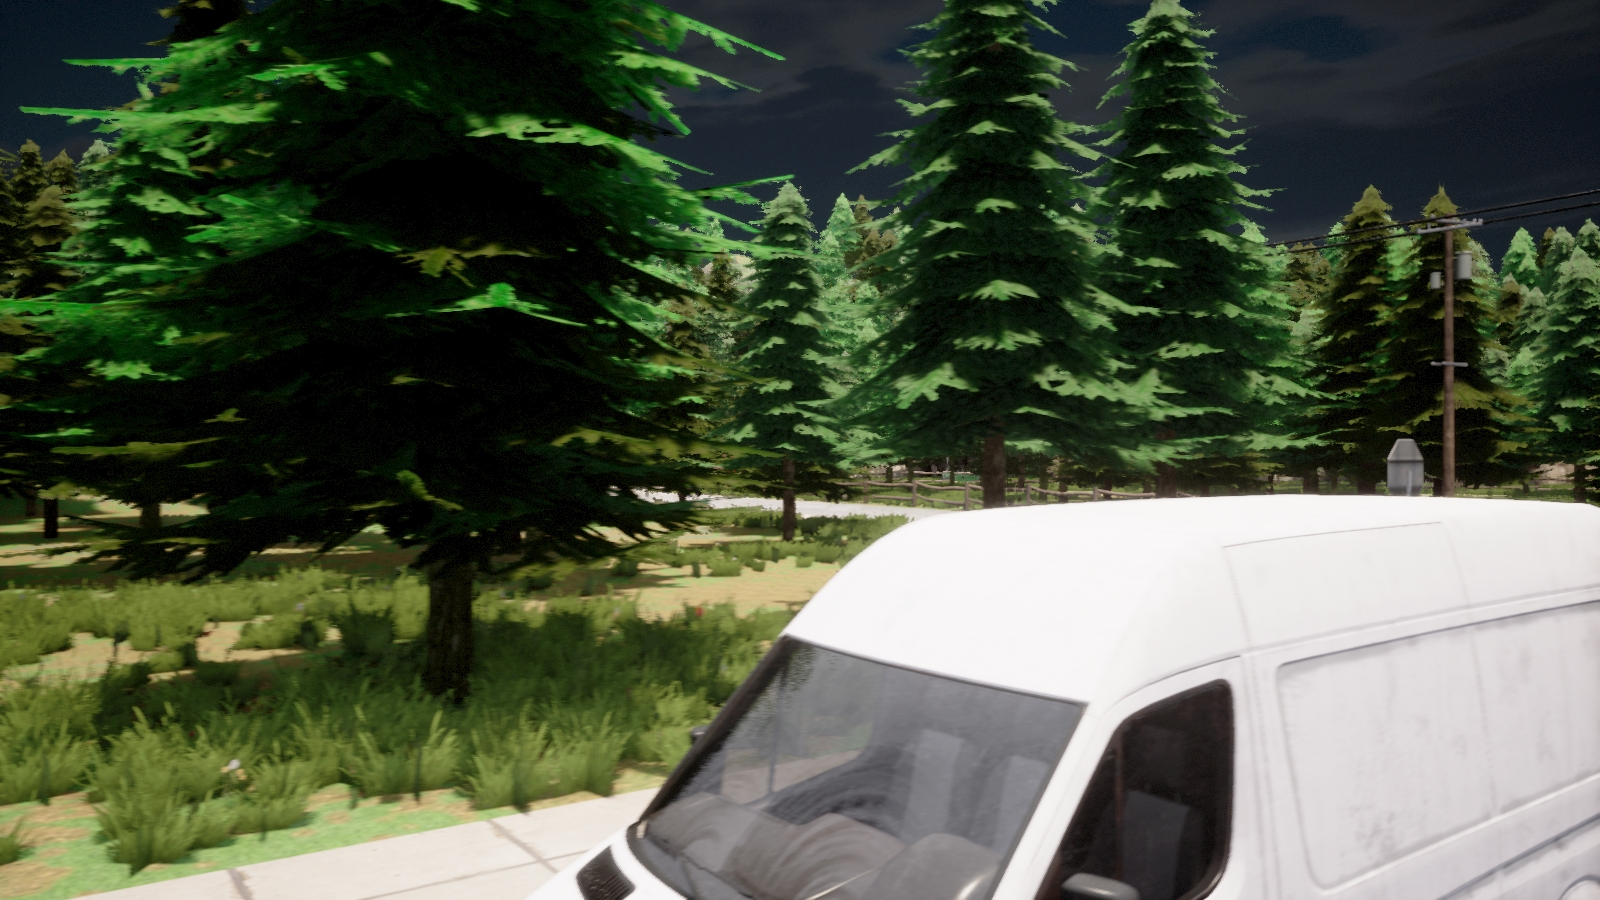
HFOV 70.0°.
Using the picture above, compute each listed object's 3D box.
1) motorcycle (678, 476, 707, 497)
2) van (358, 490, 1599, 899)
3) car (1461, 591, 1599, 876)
[{"bbox_3d":[-6.368,2.160,67.575,0.803,1.199,2.033,0,0,-37],"label":"motorcycle"},{"bbox_3d":[1.467,1.534,4.825,5.915,2.561,1.988,0,0,-35],"label":"van"},{"bbox_3d":[6.938,2.000,8.638,3.988,1.617,1.851,0,0,-35],"label":"car"}]
